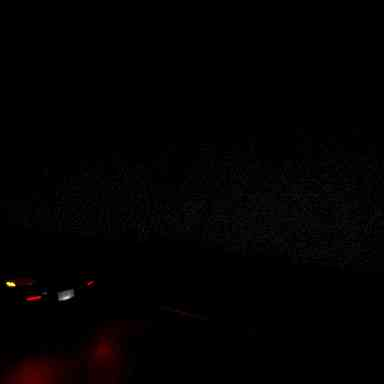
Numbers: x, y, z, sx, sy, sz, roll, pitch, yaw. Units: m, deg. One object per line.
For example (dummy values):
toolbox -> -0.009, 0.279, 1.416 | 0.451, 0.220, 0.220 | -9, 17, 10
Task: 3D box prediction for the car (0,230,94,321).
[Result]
car -> -3.939, 1.521, 6.801 | 4.674, 1.442, 1.812 | 0, 0, 36
